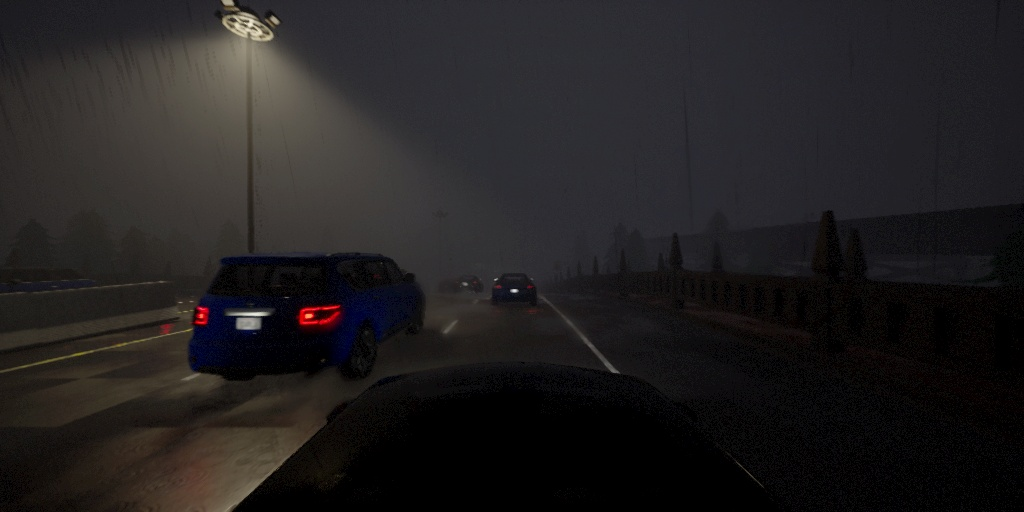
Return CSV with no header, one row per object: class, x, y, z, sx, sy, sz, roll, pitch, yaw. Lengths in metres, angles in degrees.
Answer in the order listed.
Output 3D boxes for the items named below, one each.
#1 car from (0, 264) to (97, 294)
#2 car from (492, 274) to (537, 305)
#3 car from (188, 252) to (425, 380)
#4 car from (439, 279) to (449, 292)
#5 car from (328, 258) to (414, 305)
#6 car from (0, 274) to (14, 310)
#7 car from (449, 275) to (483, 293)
car,-17.595,1.167,12.408,2.097,1.767,4.553,0,-1,0
car,0.106,1.527,17.117,1.994,1.385,4.181,0,-2,0
car,-3.398,0.959,7.314,2.150,2.045,5.566,0,0,0
car,-6.886,3.308,40.093,1.882,1.535,5.008,0,-6,0
car,-6.894,1.236,18.358,2.150,2.045,5.566,0,-2,0
car,-21.094,1.377,12.358,1.994,1.385,4.181,0,-1,0
car,-3.390,2.237,28.334,1.994,1.385,4.181,0,-5,0
